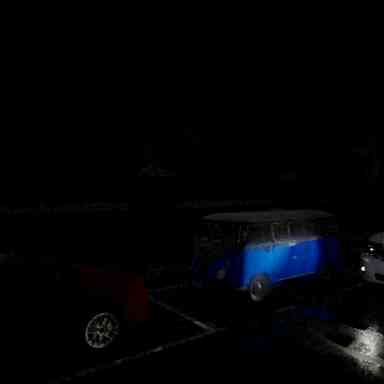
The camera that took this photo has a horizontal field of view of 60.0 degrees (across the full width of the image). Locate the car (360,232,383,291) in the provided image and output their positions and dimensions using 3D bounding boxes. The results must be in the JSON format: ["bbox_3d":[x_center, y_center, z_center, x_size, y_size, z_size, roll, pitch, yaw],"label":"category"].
[{"bbox_3d":[6.291,1.218,7.895,5.566,2.045,2.150,0,0,-36],"label":"car"}]

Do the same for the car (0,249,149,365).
[{"bbox_3d":[-2.782,1.545,4.549,4.507,1.381,1.887,0,0,-36],"label":"car"}]

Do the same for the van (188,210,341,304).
[{"bbox_3d":[1.814,1.340,7.848,3.998,1.788,1.690,0,0,-36],"label":"van"}]
